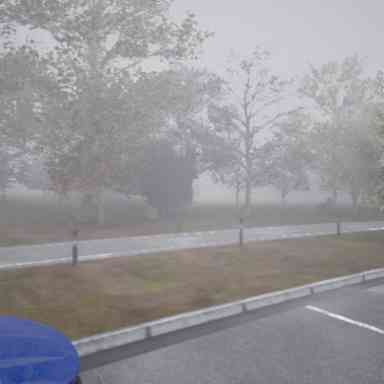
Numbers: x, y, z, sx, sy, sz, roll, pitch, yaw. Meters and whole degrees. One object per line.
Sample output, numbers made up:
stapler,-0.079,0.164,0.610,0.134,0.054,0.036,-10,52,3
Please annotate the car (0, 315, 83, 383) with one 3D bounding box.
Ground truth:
car,-3.146,1.472,1.719,5.008,1.535,2.097,0,0,-36
